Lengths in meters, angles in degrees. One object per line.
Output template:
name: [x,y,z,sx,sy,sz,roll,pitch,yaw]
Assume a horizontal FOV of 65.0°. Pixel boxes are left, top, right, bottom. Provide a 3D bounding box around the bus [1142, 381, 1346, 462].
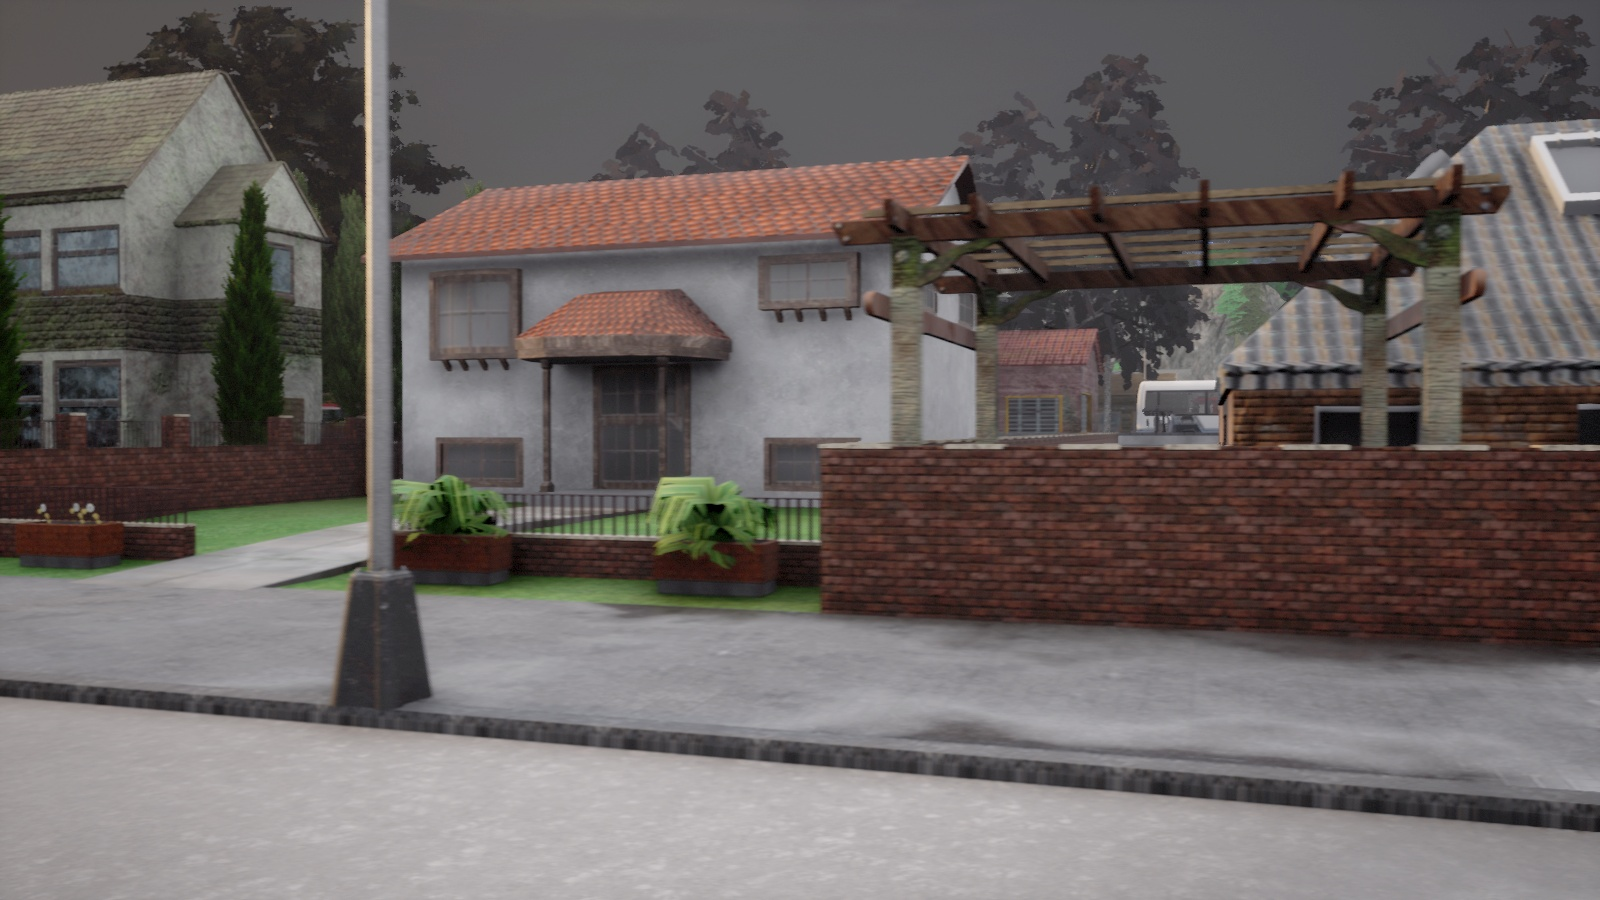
bus: [24.359,-1.565,69.357,10.273,4.253,3.944,1,1,18]
